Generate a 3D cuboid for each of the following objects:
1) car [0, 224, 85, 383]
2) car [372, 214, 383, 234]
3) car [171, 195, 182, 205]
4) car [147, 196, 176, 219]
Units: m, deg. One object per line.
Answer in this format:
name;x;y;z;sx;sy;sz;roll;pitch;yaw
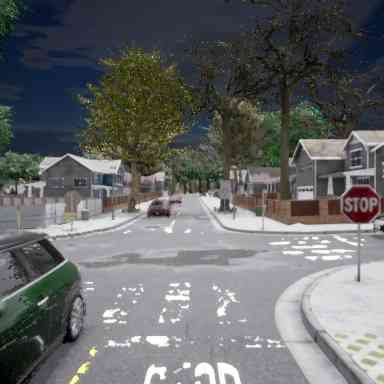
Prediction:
car;-2.748;1.349;3.373;2.097;1.767;4.553;0;0;0
car;10.346;1.142;14.141;4.902;1.511;2.128;-2;0;0
car;-2.649;1.184;53.466;1.882;1.535;5.008;0;1;0
car;-2.697;1.391;28.560;1.882;1.535;5.008;0;1;0
